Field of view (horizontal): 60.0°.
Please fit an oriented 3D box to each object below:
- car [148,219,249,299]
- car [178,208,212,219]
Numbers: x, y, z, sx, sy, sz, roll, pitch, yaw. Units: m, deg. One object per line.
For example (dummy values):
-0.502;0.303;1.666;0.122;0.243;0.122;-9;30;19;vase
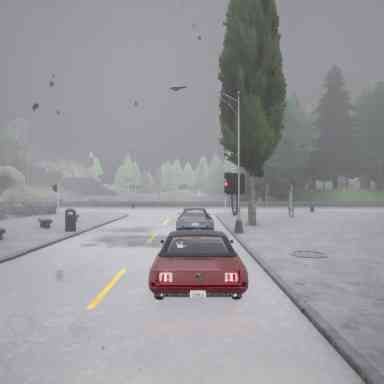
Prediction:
0.125;1.601;8.373;1.895;1.301;4.718;0;0;0;car
0.157;1.564;18.413;1.994;1.385;4.181;0;0;0;car
